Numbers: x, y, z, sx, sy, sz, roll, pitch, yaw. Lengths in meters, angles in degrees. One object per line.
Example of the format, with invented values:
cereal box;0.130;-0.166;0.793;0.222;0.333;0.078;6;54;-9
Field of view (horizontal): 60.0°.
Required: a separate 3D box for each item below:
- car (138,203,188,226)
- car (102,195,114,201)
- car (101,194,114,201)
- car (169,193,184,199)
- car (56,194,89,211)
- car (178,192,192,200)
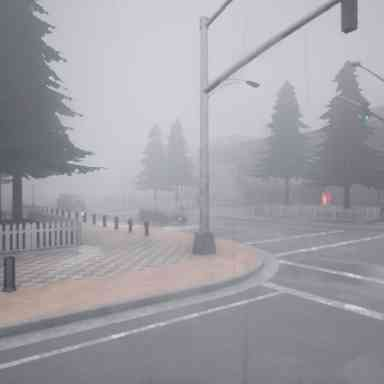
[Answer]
car;-2.209;1.530;23.939;1.812;1.442;4.674;0;0;-37
car;-18.976;1.364;75.032;1.845;1.501;3.633;0;0;-37
car;-21.012;1.372;82.765;1.970;1.475;3.806;0;0;-37
car;-3.982;1.071;86.011;1.932;1.855;4.605;0;0;-37
car;-14.967;1.212;40.875;2.150;2.045;5.566;0;0;-37
car;-1.896;1.048;88.076;1.905;1.878;3.866;0;0;-37
